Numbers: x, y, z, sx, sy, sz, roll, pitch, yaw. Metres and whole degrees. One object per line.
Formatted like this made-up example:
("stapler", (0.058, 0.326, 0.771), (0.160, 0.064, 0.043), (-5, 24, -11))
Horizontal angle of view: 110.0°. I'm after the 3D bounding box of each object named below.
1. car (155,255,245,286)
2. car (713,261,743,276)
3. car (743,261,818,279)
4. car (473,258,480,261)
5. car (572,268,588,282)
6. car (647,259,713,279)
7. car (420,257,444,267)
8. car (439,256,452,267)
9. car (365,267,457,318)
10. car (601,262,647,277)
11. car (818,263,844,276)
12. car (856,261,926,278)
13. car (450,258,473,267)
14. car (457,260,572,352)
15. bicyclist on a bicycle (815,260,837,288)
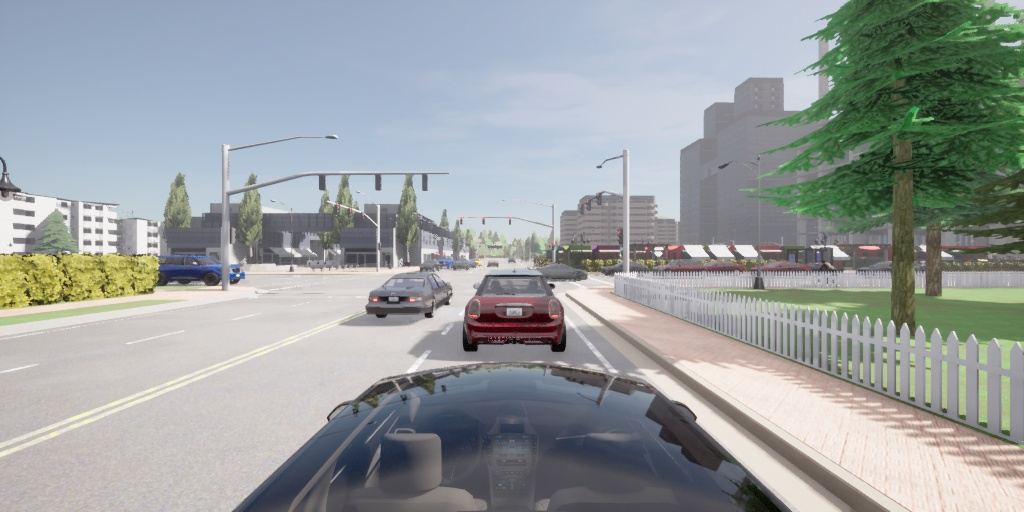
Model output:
("car", (-21.462, 0.971, 24.363), (5.566, 2.045, 2.150), (0, 0, -2))
("car", (20.550, 1.228, 35.971), (5.008, 1.535, 1.882), (0, 0, -1))
("car", (24.287, 1.228, 32.561), (5.008, 1.535, 1.882), (0, 0, -1))
("car", (-7.093, 1.297, 60.328), (2.033, 1.411, 5.357), (0, 0, 0))
("car", (3.875, 1.314, 28.385), (4.181, 1.385, 1.994), (0, 0, -1))
("car", (15.074, 1.102, 32.329), (4.553, 1.767, 2.097), (0, 0, -1))
("car", (-10.609, 1.255, 46.508), (1.837, 1.490, 4.892), (0, 0, 0))
("car", (-10.602, 0.972, 56.369), (2.150, 2.045, 5.566), (0, 0, 0))
("car", (-3.420, 1.297, 12.913), (2.033, 1.411, 5.357), (0, 0, 0))
("car", (11.225, 1.276, 35.716), (4.674, 1.442, 1.812), (0, 0, -1))
("car", (30.449, 1.351, 36.217), (4.718, 1.301, 1.895), (0, 0, -1))
("car", (34.349, 1.255, 32.806), (4.892, 1.490, 1.837), (0, 0, -1))
("car", (-7.108, 1.314, 51.085), (1.994, 1.385, 4.181), (0, 0, 0))
("car", (0.063, 1.102, 9.079), (2.097, 1.767, 4.553), (0, 0, 0))
("bicyclist on a bicycle", (18.788, 1.052, 21.438), (0.582, 1.620, 1.656), (0, 0, -1))
